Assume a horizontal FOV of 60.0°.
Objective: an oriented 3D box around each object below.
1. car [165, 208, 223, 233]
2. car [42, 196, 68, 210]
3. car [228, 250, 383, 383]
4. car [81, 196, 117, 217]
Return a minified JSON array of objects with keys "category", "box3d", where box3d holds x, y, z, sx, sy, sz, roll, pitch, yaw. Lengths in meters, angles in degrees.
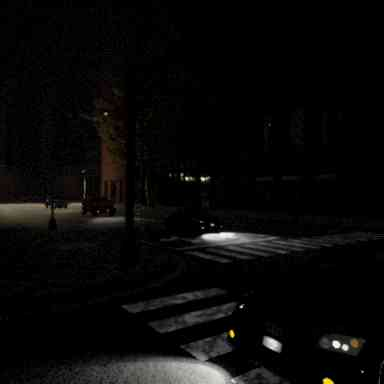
[{"category":"car","box3d":[0.045,1.749,21.070,1.994,1.385,4.181,0,0,-36]},{"category":"car","box3d":[-20.100,1.565,49.351,2.150,2.045,5.566,0,0,-36]},{"category":"car","box3d":[2.569,1.644,5.080,4.181,1.385,1.994,1,-1,-35]},{"category":"car","box3d":[-9.863,1.456,34.902,2.150,2.045,5.566,0,0,-36]}]
